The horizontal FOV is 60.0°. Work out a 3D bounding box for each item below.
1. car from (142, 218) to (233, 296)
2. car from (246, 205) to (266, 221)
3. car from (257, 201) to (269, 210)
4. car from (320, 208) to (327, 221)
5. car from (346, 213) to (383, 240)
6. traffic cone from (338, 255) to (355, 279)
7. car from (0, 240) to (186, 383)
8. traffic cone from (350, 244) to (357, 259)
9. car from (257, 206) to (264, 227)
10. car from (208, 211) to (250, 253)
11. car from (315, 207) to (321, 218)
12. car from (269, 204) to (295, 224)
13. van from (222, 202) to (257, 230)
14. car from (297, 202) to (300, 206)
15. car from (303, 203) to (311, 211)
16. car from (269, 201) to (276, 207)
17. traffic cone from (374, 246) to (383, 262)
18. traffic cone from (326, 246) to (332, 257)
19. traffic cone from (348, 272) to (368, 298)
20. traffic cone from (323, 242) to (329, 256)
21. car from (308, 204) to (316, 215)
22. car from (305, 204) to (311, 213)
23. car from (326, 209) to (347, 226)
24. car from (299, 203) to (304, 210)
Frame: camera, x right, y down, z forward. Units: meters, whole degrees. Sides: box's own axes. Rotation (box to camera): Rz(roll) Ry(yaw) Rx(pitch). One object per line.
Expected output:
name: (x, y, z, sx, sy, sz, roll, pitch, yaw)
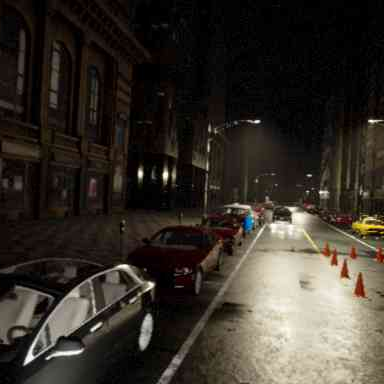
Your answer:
car: (-0.261, 1.613, 9.008, 1.887, 1.381, 4.507, 3, -1, 15)
car: (6.963, 2.242, 35.972, 1.752, 1.417, 4.829, 3, -1, 15)
car: (5.565, 1.905, 30.713, 2.192, 1.841, 5.009, 3, -1, 15)
car: (16.682, 2.868, 39.361, 1.802, 1.307, 4.206, 3, -1, 15)
car: (12.369, 2.424, 23.248, 1.752, 1.417, 4.829, 3, -1, 15)
traffic cone: (4.659, 2.307, 10.136, 0.340, 0.580, 0.340, 3, -1, 15)
car: (-1.714, 1.489, 3.588, 2.008, 1.369, 4.403, 3, -1, 15)
traffic cone: (6.658, 2.451, 13.739, 0.340, 0.580, 0.340, 3, -1, 15)
car: (4.099, 2.010, 25.285, 2.008, 1.369, 4.403, 3, -1, 15)
car: (1.192, 1.743, 14.433, 1.887, 1.381, 4.507, 3, -1, 15)
car: (18.182, 2.948, 44.952, 1.752, 1.417, 4.829, 3, -1, 15)
car: (9.129, 2.293, 33.690, 1.882, 1.535, 5.008, 3, -1, 15)
van: (2.657, 1.670, 19.861, 1.690, 1.788, 3.998, 3, -1, 15)
car: (29.763, 4.039, 88.195, 2.008, 1.369, 4.403, 3, -1, 15)
car: (23.956, 3.393, 66.492, 1.967, 1.590, 4.097, 3, -1, 15)
car: (15.723, 3.099, 68.689, 1.802, 1.307, 4.206, 3, -1, 15)
traffic cone: (7.622, 2.502, 13.480, 0.340, 0.580, 0.340, 3, -1, 15)
traffic cone: (5.176, 2.353, 12.068, 0.340, 0.580, 0.340, 3, -1, 15)
traffic cone: (4.141, 2.260, 8.205, 0.340, 0.580, 0.340, 3, -1, 15)
traffic cone: (5.694, 2.400, 13.999, 0.340, 0.580, 0.340, 3, -1, 15)
car: (21.043, 3.251, 55.640, 1.947, 1.339, 4.313, 3, -1, 15)
car: (22.497, 3.363, 61.066, 1.887, 1.381, 4.507, 3, -1, 15)
car: (15.228, 2.738, 33.936, 1.802, 1.307, 4.206, 3, -1, 15)
car: (26.870, 3.535, 77.345, 2.192, 1.841, 5.009, 3, -1, 15)
